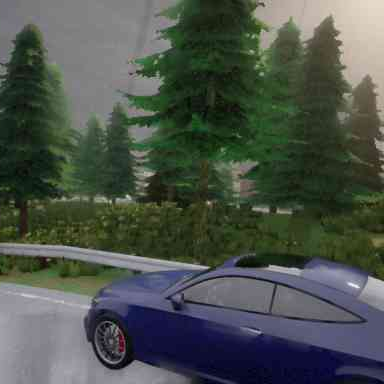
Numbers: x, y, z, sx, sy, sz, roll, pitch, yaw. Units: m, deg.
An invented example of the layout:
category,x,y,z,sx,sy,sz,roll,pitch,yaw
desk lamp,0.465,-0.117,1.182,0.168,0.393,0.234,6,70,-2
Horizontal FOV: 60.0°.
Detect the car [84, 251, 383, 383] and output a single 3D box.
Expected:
category,x,y,z,sx,sy,sz,roll,pitch,yaw
car,0.770,1.499,4.089,4.674,1.442,1.812,1,1,31
